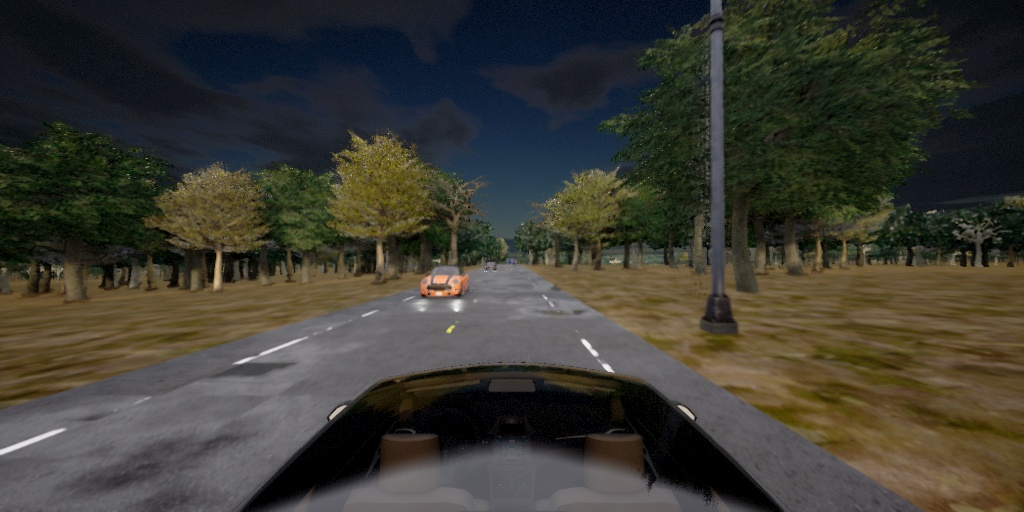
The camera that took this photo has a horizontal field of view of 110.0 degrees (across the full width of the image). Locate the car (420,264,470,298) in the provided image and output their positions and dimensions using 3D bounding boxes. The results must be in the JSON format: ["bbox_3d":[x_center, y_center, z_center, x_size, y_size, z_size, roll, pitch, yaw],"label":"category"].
[{"bbox_3d":[-3.597,1.289,19.922,2.097,1.767,4.553,0,-1,0],"label":"car"}]

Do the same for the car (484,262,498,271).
[{"bbox_3d":[-3.531,1.724,60.791,1.837,1.490,4.892,0,0,1],"label":"car"}]
